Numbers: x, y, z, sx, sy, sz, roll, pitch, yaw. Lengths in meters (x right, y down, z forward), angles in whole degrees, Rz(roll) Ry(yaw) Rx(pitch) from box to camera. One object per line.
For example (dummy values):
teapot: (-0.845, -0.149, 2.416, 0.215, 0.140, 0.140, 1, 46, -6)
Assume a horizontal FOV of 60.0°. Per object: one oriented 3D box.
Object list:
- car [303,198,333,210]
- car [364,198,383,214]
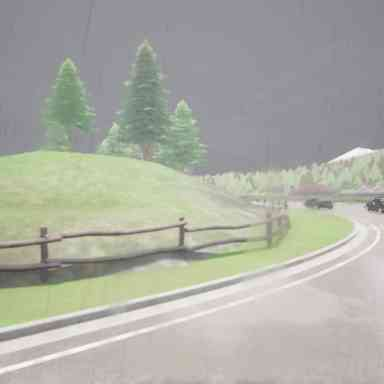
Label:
car: (15.634, 1.465, 41.429, 1.837, 1.490, 4.892, 0, 0, -9)
car: (19.579, 1.412, 34.197, 1.837, 1.490, 4.892, 0, 0, 3)
